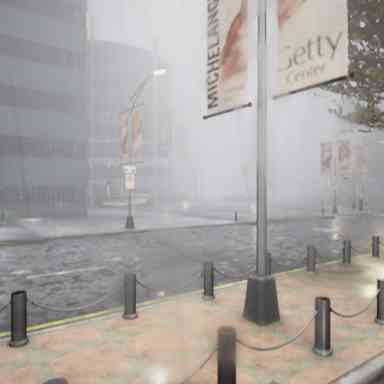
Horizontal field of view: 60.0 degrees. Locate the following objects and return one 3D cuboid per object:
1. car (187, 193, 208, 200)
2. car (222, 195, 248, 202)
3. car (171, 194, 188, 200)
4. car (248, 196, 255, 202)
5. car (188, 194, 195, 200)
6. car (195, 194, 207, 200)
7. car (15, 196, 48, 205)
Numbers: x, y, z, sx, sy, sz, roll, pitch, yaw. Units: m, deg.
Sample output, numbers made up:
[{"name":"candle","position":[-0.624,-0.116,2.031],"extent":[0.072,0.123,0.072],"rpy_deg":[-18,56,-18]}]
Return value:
[{"name":"car","position":[1.484,1.136,84.059],"extent":[4.902,1.511,2.128],"rpy_deg":[0,0,26]},{"name":"car","position":[8.023,1.310,64.605],"extent":[1.895,1.301,4.718],"rpy_deg":[0,0,-36]},{"name":"car","position":[-4.028,1.133,75.088],"extent":[4.892,1.490,1.837],"rpy_deg":[0,0,30]},{"name":"car","position":[10.337,1.246,67.526],"extent":[2.033,1.411,5.357],"rpy_deg":[0,0,-37]},{"name":"car","position":[-2.137,1.182,78.054],"extent":[4.181,1.385,1.994],"rpy_deg":[0,0,30]},{"name":"car","position":[0.465,1.102,80.646],"extent":[5.008,1.535,1.882],"rpy_deg":[0,0,30]},{"name":"car","position":[-15.923,1.147,31.143],"extent":[4.674,1.452,2.002],"rpy_deg":[0,0,-36]}]
